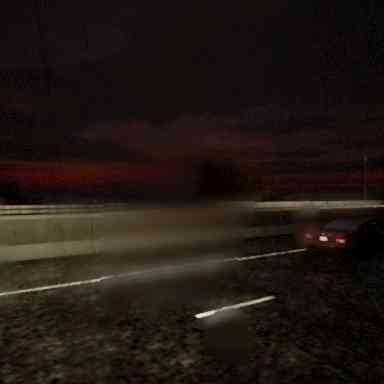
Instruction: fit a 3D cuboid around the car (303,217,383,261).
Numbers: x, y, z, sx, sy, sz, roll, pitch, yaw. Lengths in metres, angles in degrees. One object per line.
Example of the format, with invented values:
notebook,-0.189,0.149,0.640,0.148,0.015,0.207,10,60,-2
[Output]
car,6.551,1.668,12.817,5.357,1.411,2.033,1,0,-35
